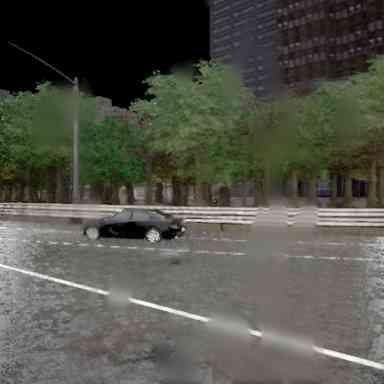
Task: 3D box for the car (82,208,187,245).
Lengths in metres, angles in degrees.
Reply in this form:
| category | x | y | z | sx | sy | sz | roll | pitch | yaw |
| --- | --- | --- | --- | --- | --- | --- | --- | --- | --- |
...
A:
| category | x | y | z | sx | sy | sz | roll | pitch | yaw |
| --- | --- | --- | --- | --- | --- | --- | --- | --- | --- |
| car | -2.713 | 1.501 | 15.535 | 5.008 | 1.535 | 1.882 | 0 | 0 | 19 |
